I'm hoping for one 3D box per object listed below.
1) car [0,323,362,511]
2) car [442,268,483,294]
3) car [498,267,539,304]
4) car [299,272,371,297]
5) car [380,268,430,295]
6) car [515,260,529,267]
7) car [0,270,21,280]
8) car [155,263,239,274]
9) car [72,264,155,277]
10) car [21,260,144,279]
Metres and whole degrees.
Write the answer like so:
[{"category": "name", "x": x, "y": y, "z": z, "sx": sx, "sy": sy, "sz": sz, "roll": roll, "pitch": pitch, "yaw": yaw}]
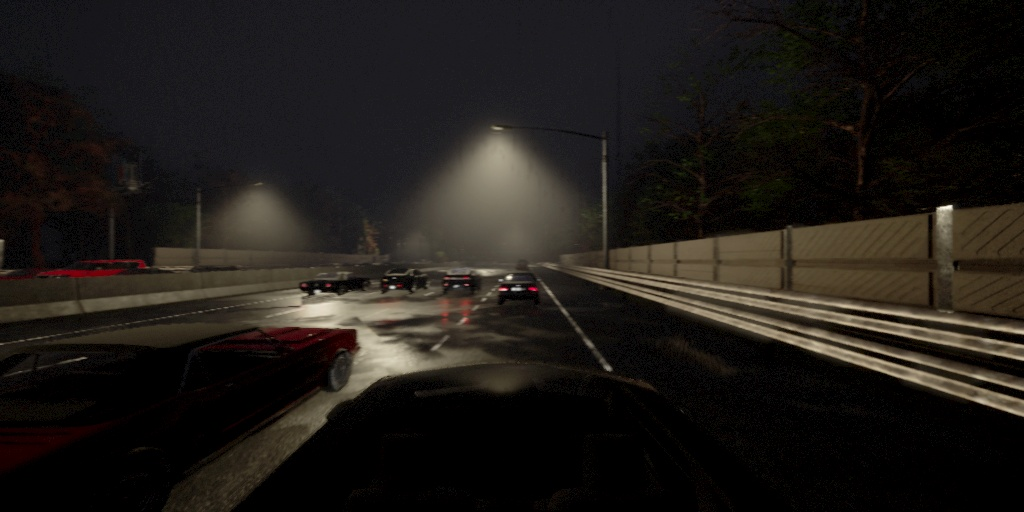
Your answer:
[{"category": "car", "x": -3.503, "y": 1.384, "z": 3.886, "sx": 1.895, "sy": 1.301, "sz": 4.718, "roll": 0, "pitch": -1, "yaw": 2}, {"category": "car", "x": -2.925, "y": 1.439, "z": 21.715, "sx": 2.128, "sy": 1.511, "sz": 4.902, "roll": 0, "pitch": -1, "yaw": 2}, {"category": "car", "x": 0.329, "y": 1.440, "z": 17.251, "sx": 2.033, "sy": 1.411, "sz": 5.357, "roll": 0, "pitch": -1, "yaw": 2}, {"category": "car", "x": -9.960, "y": 1.566, "z": 20.676, "sx": 1.895, "sy": 1.301, "sz": 4.718, "roll": 0, "pitch": -1, "yaw": 2}, {"category": "car", "x": -6.423, "y": 1.467, "z": 21.868, "sx": 1.837, "sy": 1.490, "sz": 4.892, "roll": 0, "pitch": -1, "yaw": 2}, {"category": "car", "x": 1.455, "y": 1.712, "z": 51.899, "sx": 1.882, "sy": 1.535, "sz": 5.008, "roll": 0, "pitch": -1, "yaw": 2}, {"category": "car", "x": -31.078, "y": 1.549, "z": 23.375, "sx": 1.882, "sy": 1.535, "sz": 5.008, "roll": 0, "pitch": -1, "yaw": 2}, {"category": "car", "x": -20.548, "y": 1.390, "z": 24.133, "sx": 2.097, "sy": 1.767, "sz": 4.553, "roll": 0, "pitch": -1, "yaw": 2}, {"category": "car", "x": -24.086, "y": 1.519, "z": 23.069, "sx": 1.882, "sy": 1.535, "sz": 5.008, "roll": 0, "pitch": -1, "yaw": 2}, {"category": "car", "x": -27.565, "y": 1.282, "z": 23.818, "sx": 2.150, "sy": 2.045, "sz": 5.566, "roll": 0, "pitch": 0, "yaw": 2}]
